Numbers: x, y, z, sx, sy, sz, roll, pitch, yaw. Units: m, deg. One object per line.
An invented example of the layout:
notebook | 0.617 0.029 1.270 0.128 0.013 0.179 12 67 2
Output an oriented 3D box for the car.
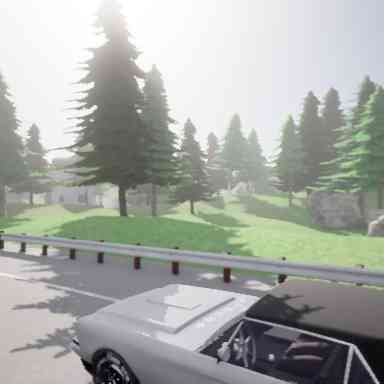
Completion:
car | 0.942 1.608 3.270 4.718 1.301 1.895 -1 0 35
